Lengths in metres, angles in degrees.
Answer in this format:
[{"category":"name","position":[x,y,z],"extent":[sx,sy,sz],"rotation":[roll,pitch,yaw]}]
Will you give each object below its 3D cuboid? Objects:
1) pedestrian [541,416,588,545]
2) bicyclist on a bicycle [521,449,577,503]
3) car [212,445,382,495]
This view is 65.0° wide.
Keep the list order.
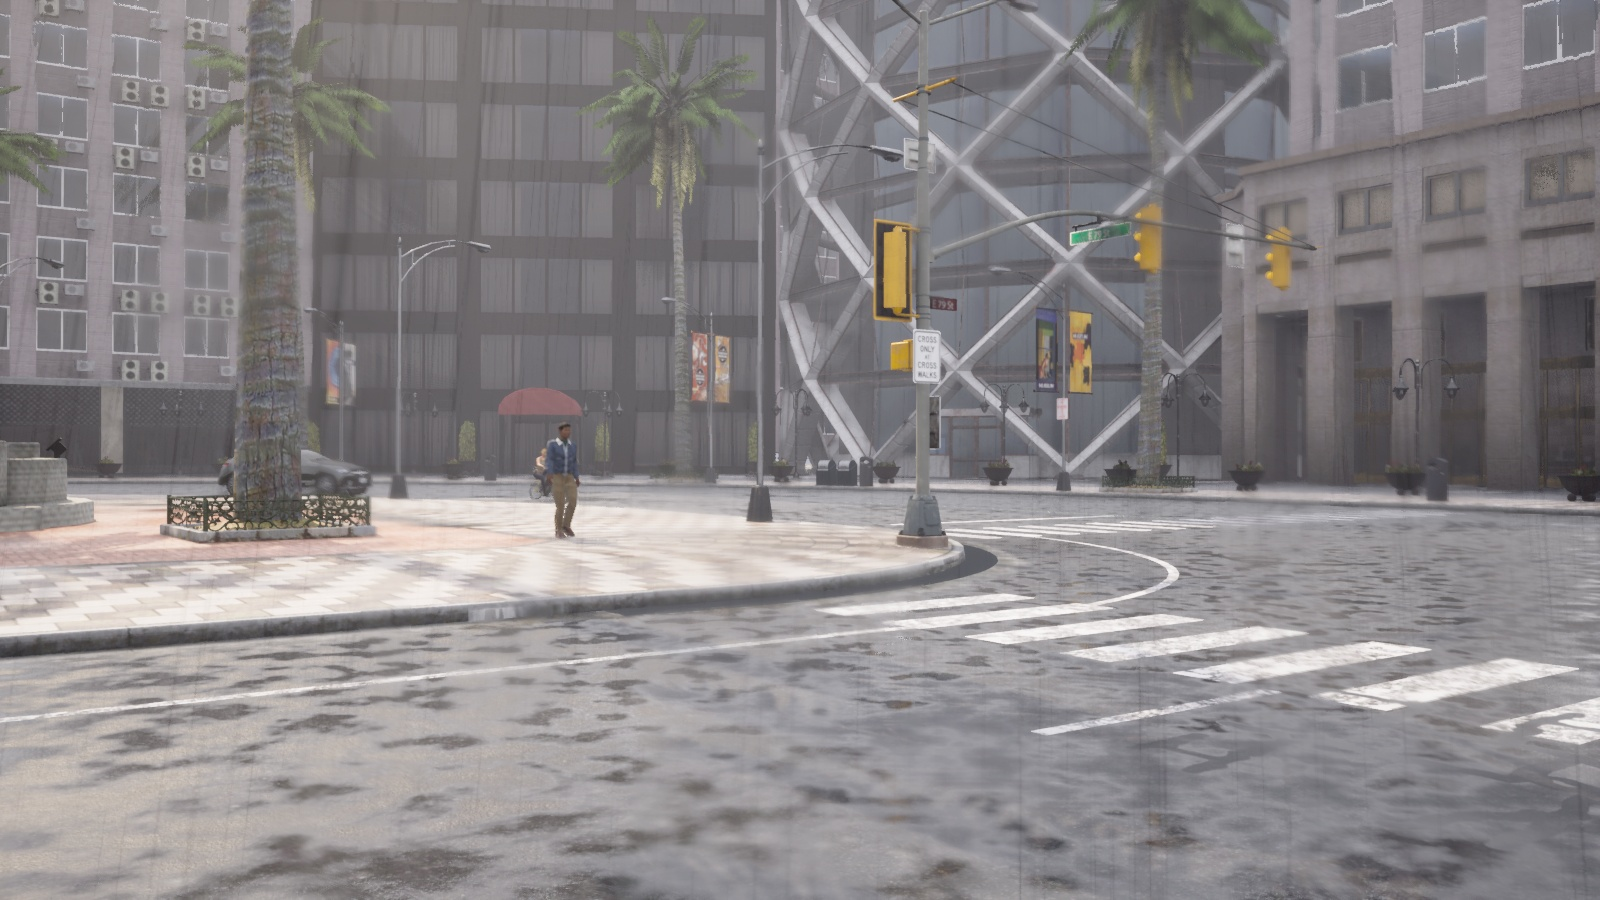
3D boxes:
[{"category":"pedestrian","position":[-3.637,0.457,19.371],"extent":[0.423,1.949,0.788],"rotation":[0,0,-36]},{"category":"bicyclist on a bicycle","position":[-7.771,0.793,38.933],"extent":[1.509,1.612,0.866],"rotation":[0,1,32]},{"category":"car","position":[-17.116,0.665,42.848],"extent":[5.027,1.651,2.152],"rotation":[0,0,10]}]
